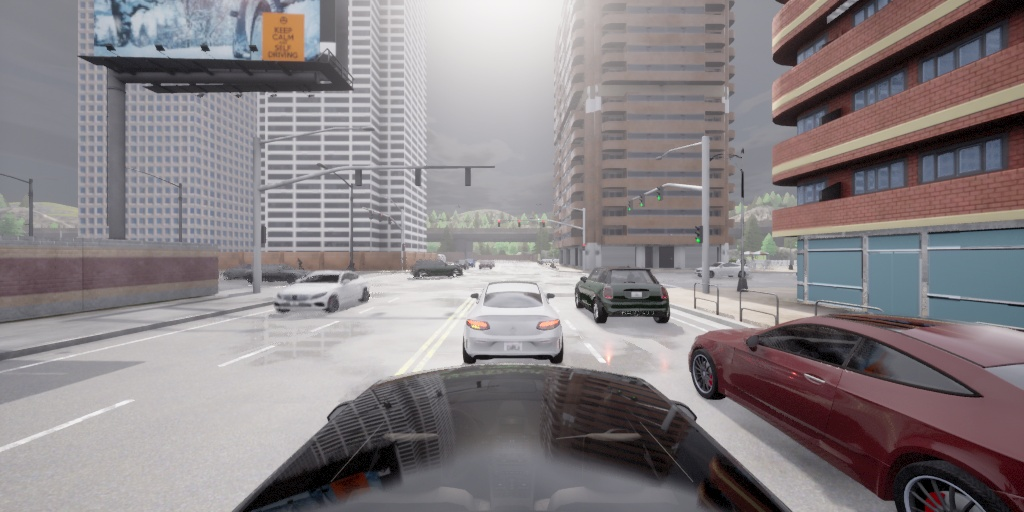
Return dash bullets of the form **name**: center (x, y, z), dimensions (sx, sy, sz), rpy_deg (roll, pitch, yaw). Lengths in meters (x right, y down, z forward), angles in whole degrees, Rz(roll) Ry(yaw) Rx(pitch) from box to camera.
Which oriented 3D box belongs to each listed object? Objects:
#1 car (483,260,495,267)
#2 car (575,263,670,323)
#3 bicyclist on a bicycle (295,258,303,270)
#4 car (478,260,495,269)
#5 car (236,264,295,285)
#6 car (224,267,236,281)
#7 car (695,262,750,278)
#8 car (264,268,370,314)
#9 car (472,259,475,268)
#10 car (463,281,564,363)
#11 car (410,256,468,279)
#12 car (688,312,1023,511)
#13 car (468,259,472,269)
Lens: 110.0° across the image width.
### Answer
- **car**: center (-4.052, 1.351, 65.008), dimensions (1.895, 1.301, 4.718), rpy_deg (0, 0, 0)
- **car**: center (3.499, 1.102, 12.217), dimensions (2.097, 1.767, 4.553), rpy_deg (0, 0, 0)
- **bicyclist on a bicycle**: center (-25.974, 1.051, 43.763), dimensions (0.582, 1.620, 1.656), rpy_deg (0, 0, 0)
- **car**: center (-4.012, 1.276, 55.028), dimensions (1.812, 1.442, 4.674), rpy_deg (0, 0, -1)
- **car**: center (-16.560, 1.276, 25.589), dimensions (4.674, 1.442, 1.812), rpy_deg (0, 0, 4)
- **car**: center (-20.933, 1.314, 29.294), dimensions (4.181, 1.385, 1.994), rpy_deg (0, 0, 0)
- **car**: center (19.387, 1.276, 33.079), dimensions (4.674, 1.442, 1.812), rpy_deg (0, 0, 0)
- **car**: center (-7.105, 1.276, 13.987), dimensions (1.812, 1.442, 4.674), rpy_deg (0, 0, -1)
- **car**: center (-7.549, 1.228, 63.007), dimensions (1.882, 1.535, 5.008), rpy_deg (0, 0, 0)
- **car**: center (0.017, 1.276, 8.001), dimensions (1.812, 1.442, 4.674), rpy_deg (0, 0, 0)
- **car**: center (-6.762, 1.102, 32.319), dimensions (4.553, 1.767, 2.097), rpy_deg (0, 0, -31)
- **car**: center (3.580, 1.276, 3.498), dimensions (1.812, 1.442, 4.674), rpy_deg (0, 0, 0)
- **car**: center (-7.498, 1.228, 52.986), dimensions (1.882, 1.535, 5.008), rpy_deg (0, 0, 0)
